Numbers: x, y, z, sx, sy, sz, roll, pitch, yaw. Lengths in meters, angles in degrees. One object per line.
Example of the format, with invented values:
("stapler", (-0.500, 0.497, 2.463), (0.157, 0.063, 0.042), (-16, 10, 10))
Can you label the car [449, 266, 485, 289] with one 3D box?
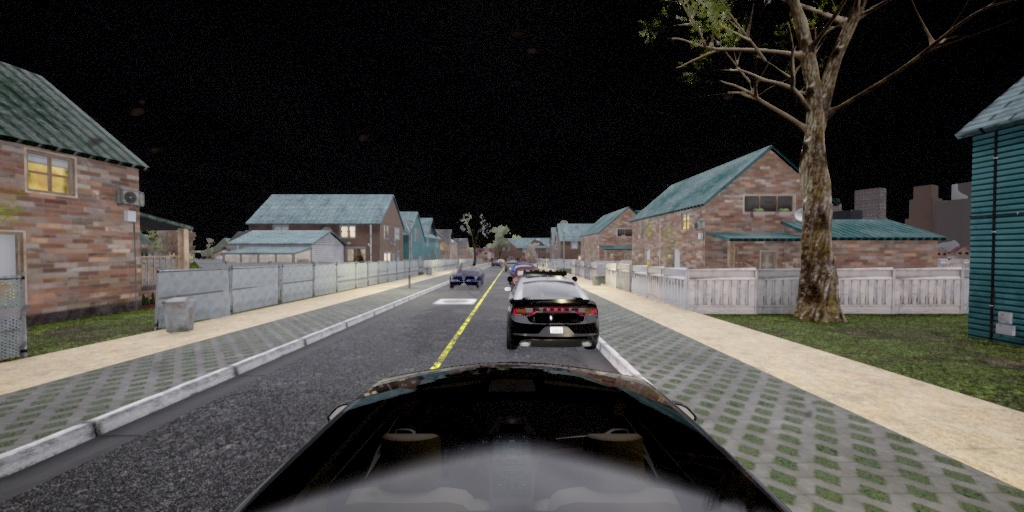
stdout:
("car", (-2.851, 1.362, 23.404), (1.895, 1.301, 4.718), (0, 0, 0))

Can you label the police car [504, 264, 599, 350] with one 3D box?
("police car", (0.826, 1.175, 9.238), (1.930, 1.638, 5.238), (0, 0, 0))

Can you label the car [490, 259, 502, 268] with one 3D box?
("car", (-2.817, 1.469, 64.322), (1.895, 1.301, 4.718), (0, 0, 0))

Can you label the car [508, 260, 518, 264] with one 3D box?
("car", (0.823, 1.241, 25.132), (1.882, 1.535, 5.008), (0, 0, 0))

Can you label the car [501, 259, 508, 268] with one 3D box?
("car", (0.031, 1.301, 47.617), (2.128, 1.511, 4.902), (0, 0, 0))
